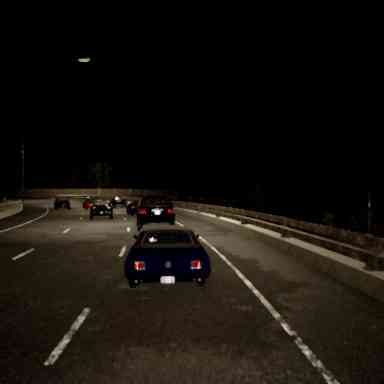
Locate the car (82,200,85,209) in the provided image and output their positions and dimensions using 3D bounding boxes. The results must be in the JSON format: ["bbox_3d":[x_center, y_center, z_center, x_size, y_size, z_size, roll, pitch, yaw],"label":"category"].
[{"bbox_3d":[-13.033,1.516,43.138,1.994,1.385,4.181,0,0,-24],"label":"car"}]

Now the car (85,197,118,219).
[{"bbox_3d":[-7.905,1.459,29.014,2.128,1.511,4.902,0,0,-16],"label":"car"}]

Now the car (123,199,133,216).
[{"bbox_3d":[-5.269,1.526,32.389,1.994,1.385,4.181,0,0,-16],"label":"car"}]

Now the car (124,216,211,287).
[{"bbox_3d":[-0.706,1.589,9.336,1.895,1.301,4.718,0,0,-5],"label":"car"}]

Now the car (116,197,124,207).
[{"bbox_3d":[-10.071,1.440,45.049,2.128,1.511,4.902,0,0,-24],"label":"car"}]

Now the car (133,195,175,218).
[{"bbox_3d":[-2.376,1.199,20.716,2.150,2.045,5.566,0,1,-11],"label":"car"}]

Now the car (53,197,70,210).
[{"bbox_3d":[-16.909,1.446,43.221,2.128,1.511,4.902,0,0,-24],"label":"car"}]
